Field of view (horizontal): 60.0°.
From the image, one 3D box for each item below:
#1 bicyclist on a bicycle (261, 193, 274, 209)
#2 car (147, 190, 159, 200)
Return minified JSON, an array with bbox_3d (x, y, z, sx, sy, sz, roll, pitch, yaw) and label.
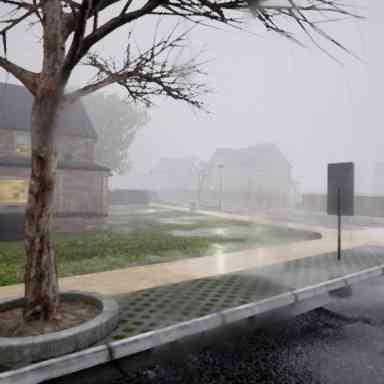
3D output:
[{"bbox_3d":[7.245,0.879,31.915,1.656,1.620,0.582,1,1,-28],"label":"bicyclist on a bicycle"},{"bbox_3d":[-6.674,0.499,51.842,1.837,1.490,4.892,1,1,-28],"label":"car"}]
